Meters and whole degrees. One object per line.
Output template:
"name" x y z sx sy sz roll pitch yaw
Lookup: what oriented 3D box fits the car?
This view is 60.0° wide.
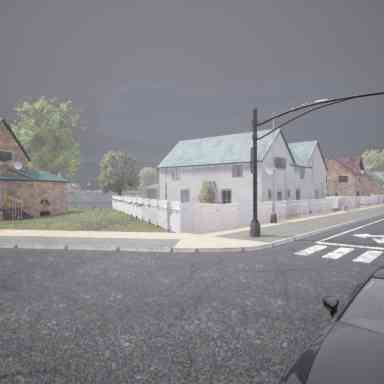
"car" 2.526 1.524 3.407 1.812 1.442 4.674 0 0 42
